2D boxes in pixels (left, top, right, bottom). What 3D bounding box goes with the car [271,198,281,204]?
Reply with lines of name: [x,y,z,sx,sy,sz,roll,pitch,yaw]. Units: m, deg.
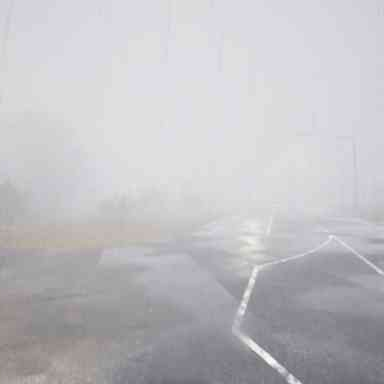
car: [20.977,2.226,82.773,1.882,1.535,5.008,-2,-1,22]
